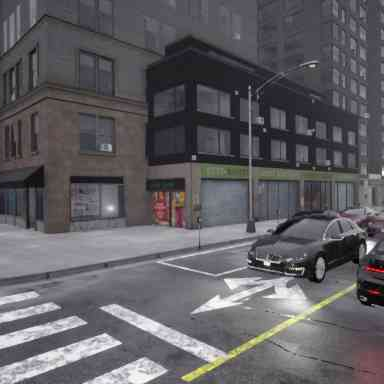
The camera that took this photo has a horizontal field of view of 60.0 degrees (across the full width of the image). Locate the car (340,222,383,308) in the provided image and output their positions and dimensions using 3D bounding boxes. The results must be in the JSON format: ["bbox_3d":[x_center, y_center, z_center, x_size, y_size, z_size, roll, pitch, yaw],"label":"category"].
[{"bbox_3d":[5.038,1.473,6.921,4.892,1.490,1.837,-1,0,-44],"label":"car"}]

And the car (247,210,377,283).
[{"bbox_3d":[3.561,1.476,9.818,4.892,1.490,1.837,-1,0,-45],"label":"car"}]

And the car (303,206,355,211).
[{"bbox_3d":[5.591,1.509,15.417,4.313,1.339,1.947,-1,0,-44],"label":"car"}]

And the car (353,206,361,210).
[{"bbox_3d":[9.630,1.489,19.386,4.206,1.307,1.802,-1,0,-44],"label":"car"}]

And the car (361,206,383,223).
[{"bbox_3d":[10.206,1.436,16.346,4.674,1.442,1.812,-1,0,-45],"label":"car"}]
